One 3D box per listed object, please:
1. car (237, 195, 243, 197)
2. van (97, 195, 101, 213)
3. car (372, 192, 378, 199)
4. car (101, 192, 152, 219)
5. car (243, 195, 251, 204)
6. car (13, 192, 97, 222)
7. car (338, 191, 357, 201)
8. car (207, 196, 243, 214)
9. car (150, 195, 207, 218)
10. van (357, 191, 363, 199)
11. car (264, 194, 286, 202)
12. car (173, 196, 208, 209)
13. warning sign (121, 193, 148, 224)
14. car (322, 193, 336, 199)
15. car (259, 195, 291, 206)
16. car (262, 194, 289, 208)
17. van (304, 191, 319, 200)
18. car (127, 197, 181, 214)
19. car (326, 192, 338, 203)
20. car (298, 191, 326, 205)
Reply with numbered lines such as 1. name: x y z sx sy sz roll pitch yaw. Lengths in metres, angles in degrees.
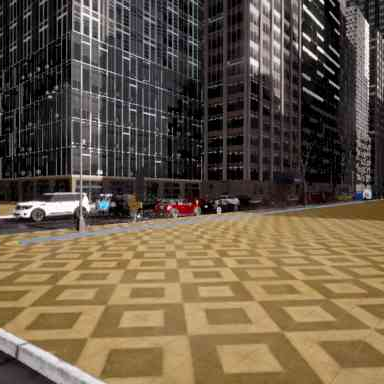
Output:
1. car: 4.176 1.181 42.247 1.812 1.442 4.674 0 1 41
2. van: -7.594 1.107 32.645 1.690 1.788 3.998 1 1 40
3. car: 39.484 0.847 74.709 2.008 1.369 4.403 1 1 40
4. car: -4.258 1.026 27.447 2.150 2.045 5.566 0 1 40
5. car: 7.268 1.148 49.876 1.947 1.339 4.313 1 1 40
6. car: -10.399 1.059 25.193 2.150 2.045 5.566 0 1 40
7. car: 28.515 0.957 61.856 1.752 1.417 4.829 1 1 40
8. car: 2.602 1.320 31.398 1.947 1.339 4.313 1 1 40
9. car: -1.047 1.240 27.033 1.967 1.590 4.097 1 1 40
10. van: 35.792 0.683 70.379 1.690 1.788 3.998 1 1 40
11. car: 14.656 1.056 58.530 1.947 1.339 4.313 1 1 40
12. car: -0.123 1.219 41.229 1.887 1.381 4.507 1 1 40
13. warning sign: -3.545 0.977 20.655 1.300 1.860 1.060 0 0 40
14. car: 33.123 0.829 80.165 1.947 1.339 4.313 1 1 40
15. car: 11.542 1.154 46.039 2.033 1.411 5.357 0 1 41
16. car: 9.938 1.244 40.094 1.802 1.307 4.206 1 1 40
17. van: 25.737 0.694 71.507 1.690 1.788 3.998 1 1 40
18. car: -3.686 1.301 33.064 2.033 1.411 5.357 0 1 40
19. car: 21.019 0.839 53.070 2.192 1.841 5.009 1 1 40
20. car: 17.325 0.885 48.744 2.192 1.841 5.009 1 1 40
